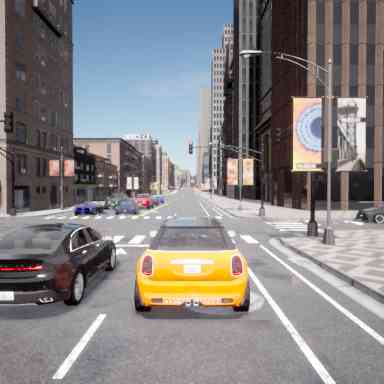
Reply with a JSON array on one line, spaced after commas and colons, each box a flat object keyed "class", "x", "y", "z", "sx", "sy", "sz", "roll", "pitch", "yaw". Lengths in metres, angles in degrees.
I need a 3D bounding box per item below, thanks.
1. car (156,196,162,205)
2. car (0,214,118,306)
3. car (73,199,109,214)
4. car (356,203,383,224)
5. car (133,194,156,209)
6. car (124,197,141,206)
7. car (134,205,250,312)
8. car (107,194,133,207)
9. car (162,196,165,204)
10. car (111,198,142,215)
[{"class": "car", "x": -6.595, "y": 1.592, "z": 55.854, "sx": 1.994, "sy": 1.385, "sz": 4.181, "roll": 0, "pitch": 0, "yaw": 0}, {"class": "car", "x": -3.155, "y": 1.504, "z": 8.023, "sx": 1.837, "sy": 1.490, "sz": 4.892, "roll": 0, "pitch": 0, "yaw": 0}, {"class": "car", "x": -9.854, "y": 1.614, "z": 32.214, "sx": 1.895, "sy": 1.301, "sz": 4.718, "roll": 0, "pitch": 0, "yaw": 0}, {"class": "car", "x": 13.982, "y": 1.470, "z": 23.550, "sx": 4.181, "sy": 1.385, "sz": 1.994, "roll": 0, "pitch": 1, "yaw": 0}, {"class": "car", "x": -6.610, "y": 1.246, "z": 45.129, "sx": 2.150, "sy": 2.045, "sz": 5.566, "roll": 0, "pitch": 0, "yaw": 0}, {"class": "car", "x": -9.829, "y": 1.592, "z": 55.060, "sx": 1.994, "sy": 1.385, "sz": 4.181, "roll": 0, "pitch": 0, "yaw": 1}, {"class": "car", "x": 0.009, "y": 1.351, "z": 7.878, "sx": 2.097, "sy": 1.767, "sz": 4.553, "roll": 0, "pitch": 0, "yaw": 0}, {"class": "car", "x": -9.856, "y": 1.246, "z": 44.203, "sx": 2.150, "sy": 2.045, "sz": 5.566, "roll": 0, "pitch": 0, "yaw": 1}, {"class": "car", "x": -6.543, "y": 1.508, "z": 66.033, "sx": 1.882, "sy": 1.535, "sz": 5.008, "roll": 0, "pitch": 0, "yaw": 1}, {"class": "car", "x": -6.392, "y": 1.577, "z": 32.992, "sx": 1.994, "sy": 1.385, "sz": 4.181, "roll": 0, "pitch": 0, "yaw": -4}]
